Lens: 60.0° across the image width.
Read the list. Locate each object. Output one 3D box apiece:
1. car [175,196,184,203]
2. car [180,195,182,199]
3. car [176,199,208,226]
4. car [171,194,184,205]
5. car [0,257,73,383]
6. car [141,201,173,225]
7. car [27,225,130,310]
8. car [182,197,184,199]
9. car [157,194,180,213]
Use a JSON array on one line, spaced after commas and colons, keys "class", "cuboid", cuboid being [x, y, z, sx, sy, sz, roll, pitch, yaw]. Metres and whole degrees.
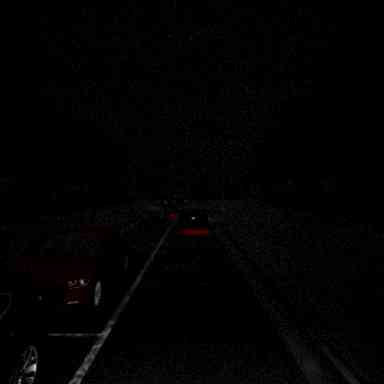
[{"class": "car", "cuboid": [-2.687, 1.617, 74.070, 1.752, 1.417, 4.829, 1, 0, 0]}, {"class": "car", "cuboid": [-2.667, 1.374, 57.643, 2.192, 1.841, 5.009, 1, 0, 0]}, {"class": "car", "cuboid": [0.079, 1.491, 23.314, 1.882, 1.535, 5.008, 0, 0, 0]}, {"class": "car", "cuboid": [-2.672, 1.384, 63.175, 2.192, 1.841, 5.009, 1, 0, 0]}, {"class": "car", "cuboid": [-2.622, 1.567, 2.319, 1.947, 1.339, 4.313, 1, 0, 0]}, {"class": "car", "cuboid": [-2.642, 1.597, 24.448, 1.802, 1.307, 4.206, 1, 0, 0]}, {"class": "car", "cuboid": [-2.627, 1.549, 7.851, 1.887, 1.381, 4.507, 1, 0, 0]}, {"class": "car", "cuboid": [0.061, 1.599, 42.576, 1.994, 1.385, 4.181, 0, 0, 0]}, {"class": "car", "cuboid": [-2.783, 1.253, 37.835, 2.150, 2.045, 5.566, 0, 0, 0]}]
